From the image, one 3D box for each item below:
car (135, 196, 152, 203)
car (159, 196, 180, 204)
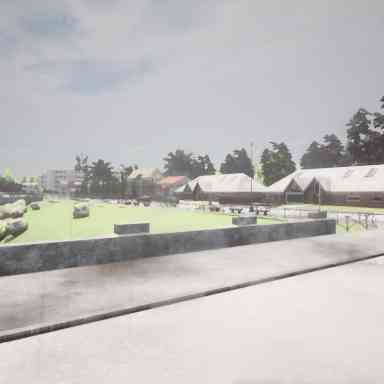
[{"bbox_3d":[-10.048,1.515,68.992,1.837,1.490,4.892,0,0,-35],"label":"car"},{"bbox_3d":[-4.164,1.504,60.718,2.128,1.511,4.902,0,0,-35],"label":"car"}]
